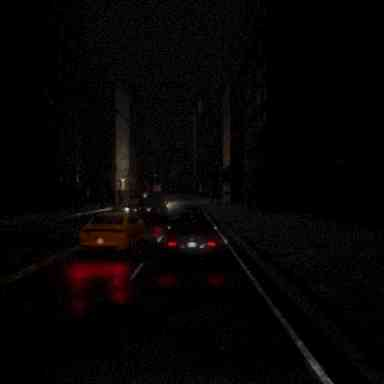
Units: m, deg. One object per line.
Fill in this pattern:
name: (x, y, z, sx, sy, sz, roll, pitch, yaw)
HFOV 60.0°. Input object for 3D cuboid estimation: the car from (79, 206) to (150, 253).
car: (-3.223, 1.599, 14.248, 1.882, 1.535, 5.008, 0, 0, 1)

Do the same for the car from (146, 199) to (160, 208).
car: (-6.527, 1.947, 56.165, 1.812, 1.442, 4.674, 0, -1, 1)

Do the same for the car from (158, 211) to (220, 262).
car: (0.008, 1.655, 12.512, 2.033, 1.411, 5.357, 0, 0, 0)

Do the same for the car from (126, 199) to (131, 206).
car: (-9.780, 1.897, 55.822, 1.882, 1.535, 5.008, 0, -1, 1)

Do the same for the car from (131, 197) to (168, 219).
car: (-3.242, 1.449, 27.589, 2.150, 2.045, 5.566, 0, 0, 0)

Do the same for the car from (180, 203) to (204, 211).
car: (0.018, 1.724, 28.521, 2.128, 1.511, 4.902, 0, 0, 0)
